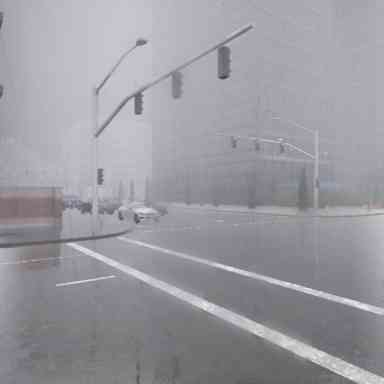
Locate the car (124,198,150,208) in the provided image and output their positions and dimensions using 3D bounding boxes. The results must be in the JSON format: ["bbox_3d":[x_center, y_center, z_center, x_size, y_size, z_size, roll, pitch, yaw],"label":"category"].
[{"bbox_3d":[-8.321,1.601,49.977,1.895,1.301,4.718,0,0,-36],"label":"car"}]

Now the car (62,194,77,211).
[{"bbox_3d":[-15.669,1.222,41.868,2.150,2.045,5.566,0,0,-36],"label":"car"}]

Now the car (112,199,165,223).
[{"bbox_3d":[-4.250,1.526,25.923,1.812,1.442,4.674,0,0,-36],"label":"car"}]

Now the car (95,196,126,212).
[{"bbox_3d":[-9.740,1.352,39.598,2.097,1.767,4.553,0,0,-36],"label":"car"}]

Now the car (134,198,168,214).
[{"bbox_3d":[-4.360,1.547,32.085,2.033,1.411,5.357,0,0,-36],"label":"car"}]

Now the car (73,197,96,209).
[{"bbox_3d":[-15.370,1.526,47.479,1.812,1.442,4.674,0,0,-35],"label":"car"}]

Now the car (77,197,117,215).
[{"bbox_3d":[-9.476,1.352,33.222,2.097,1.767,4.553,0,0,-36],"label":"car"}]
